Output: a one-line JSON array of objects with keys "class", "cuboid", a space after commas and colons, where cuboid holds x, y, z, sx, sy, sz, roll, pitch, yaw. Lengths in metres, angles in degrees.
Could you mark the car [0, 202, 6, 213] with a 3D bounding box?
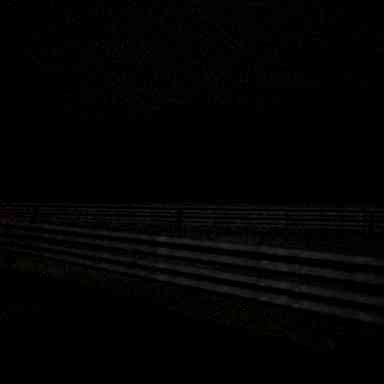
[{"class": "car", "cuboid": [-19.476, 1.480, 30.667, 4.553, 1.767, 2.097, 0, 0, 21]}]
